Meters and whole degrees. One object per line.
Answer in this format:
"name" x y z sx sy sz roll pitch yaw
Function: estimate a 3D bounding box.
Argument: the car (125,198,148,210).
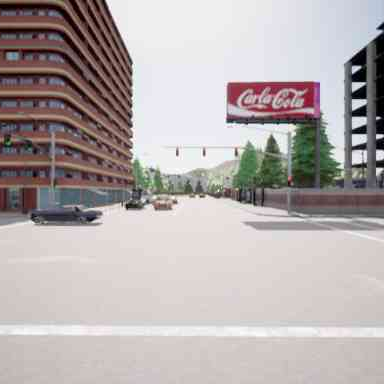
"car" -7.058 1.579 41.571 1.895 1.301 4.718 0 0 0

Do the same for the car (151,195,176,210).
"car" -3.558 1.330 41.594 2.097 1.767 4.553 0 0 0

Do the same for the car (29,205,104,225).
"car" -8.783 1.589 23.364 4.718 1.301 1.895 0 0 0

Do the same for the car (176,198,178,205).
"car" -3.516 1.533 58.957 1.994 1.385 4.181 0 0 0

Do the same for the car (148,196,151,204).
"car" -7.016 1.462 58.788 2.128 1.511 4.902 0 0 0
